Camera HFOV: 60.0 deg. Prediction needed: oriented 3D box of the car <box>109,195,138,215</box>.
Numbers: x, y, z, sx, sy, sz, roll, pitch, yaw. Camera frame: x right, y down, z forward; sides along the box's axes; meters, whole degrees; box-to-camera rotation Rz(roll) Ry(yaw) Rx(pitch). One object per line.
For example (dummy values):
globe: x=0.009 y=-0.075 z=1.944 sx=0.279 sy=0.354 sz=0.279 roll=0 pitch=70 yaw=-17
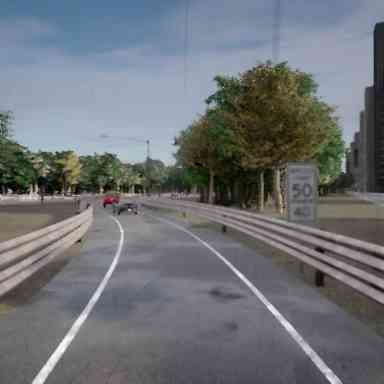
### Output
car: x=-6.616 y=1.395 z=32.748 sx=1.837 sy=1.490 sz=4.892 roll=0 pitch=1 yaw=-22

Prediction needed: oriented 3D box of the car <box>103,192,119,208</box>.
car: x=-10.790 y=0.994 z=44.816 sx=2.150 sy=2.045 sz=5.566 roll=0 pitch=1 yaw=-14
